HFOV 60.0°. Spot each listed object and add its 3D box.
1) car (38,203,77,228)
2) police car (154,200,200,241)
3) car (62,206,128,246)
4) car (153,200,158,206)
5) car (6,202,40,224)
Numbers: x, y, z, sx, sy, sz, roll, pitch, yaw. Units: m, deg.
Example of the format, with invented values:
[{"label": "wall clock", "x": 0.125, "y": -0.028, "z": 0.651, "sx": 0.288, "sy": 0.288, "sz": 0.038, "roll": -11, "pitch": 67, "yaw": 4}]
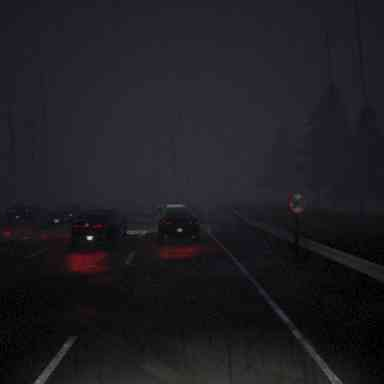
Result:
[{"label": "car", "x": -8.281, "y": 1.528, "z": 22.025, "sx": 1.812, "sy": 1.442, "sz": 4.674, "roll": 0, "pitch": 0, "yaw": -6}, {"label": "police car", "x": -0.713, "y": 1.419, "z": 16.721, "sx": 1.930, "sy": 1.638, "sz": 5.238, "roll": 0, "pitch": 0, "yaw": -4}, {"label": "car", "x": -4.130, "y": 1.504, "z": 15.221, "sx": 1.837, "sy": 1.490, "sz": 4.892, "roll": 0, "pitch": 0, "yaw": -4}, {"label": "car", "x": -2.996, "y": 1.516, "z": 34.594, "sx": 1.812, "sy": 1.442, "sz": 4.674, "roll": 0, "pitch": 0, "yaw": -9}, {"label": "car", "x": -12.185, "y": 1.497, "z": 25.056, "sx": 2.128, "sy": 1.511, "sz": 4.902, "roll": 0, "pitch": 0, "yaw": -7}]
